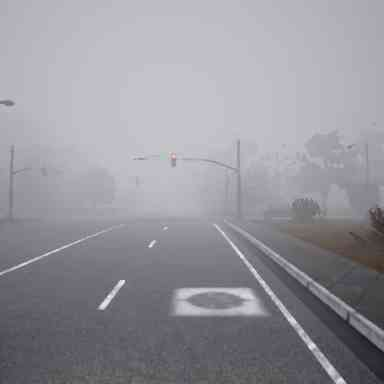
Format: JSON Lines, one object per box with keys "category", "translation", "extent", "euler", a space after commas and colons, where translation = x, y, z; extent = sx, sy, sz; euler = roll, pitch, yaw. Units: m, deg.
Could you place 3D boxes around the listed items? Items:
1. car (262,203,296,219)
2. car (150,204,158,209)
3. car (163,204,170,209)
{"category": "car", "translation": [9.902, 2.009, 35.702], "extent": [4.553, 1.767, 2.097], "euler": [0, -3, -1]}
{"category": "car", "translation": [-10.503, 4.066, 92.155], "extent": [1.895, 1.301, 4.718], "euler": [0, 0, 0]}
{"category": "car", "translation": [-7.003, 4.010, 92.198], "extent": [2.033, 1.411, 5.357], "euler": [0, 0, 0]}
